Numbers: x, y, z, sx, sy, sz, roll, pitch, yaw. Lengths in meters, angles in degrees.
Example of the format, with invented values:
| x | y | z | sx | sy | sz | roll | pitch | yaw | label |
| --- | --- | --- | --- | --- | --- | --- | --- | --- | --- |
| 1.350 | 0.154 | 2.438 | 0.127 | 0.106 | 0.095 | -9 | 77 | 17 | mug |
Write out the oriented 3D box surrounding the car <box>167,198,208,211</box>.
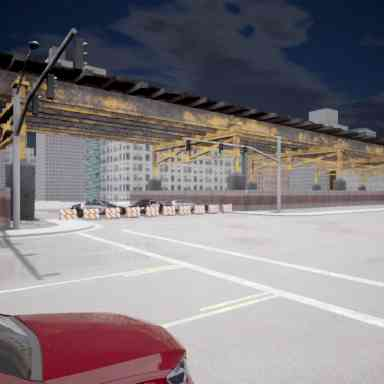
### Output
| x | y | z | sx | sy | sz | roll | pitch | yaw | label |
| --- | --- | --- | --- | --- | --- | --- | --- | --- | --- |
| -0.781 | 1.295 | 36.856 | 4.536 | 1.218 | 1.853 | 0 | 0 | -7 | car |

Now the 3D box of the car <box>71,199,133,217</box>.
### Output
| x | y | z | sx | sy | sz | roll | pitch | yaw | label |
| --- | --- | --- | --- | --- | --- | --- | --- | --- | --- |
| -8.370 | 1.453 | 30.399 | 4.974 | 1.542 | 2.038 | 0 | 0 | 8 | car |

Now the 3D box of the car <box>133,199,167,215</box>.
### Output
| x | y | z | sx | sy | sz | roll | pitch | yaw | label |
| --- | --- | --- | --- | --- | --- | --- | --- | --- | --- |
| -4.631 | 1.453 | 33.093 | 2.038 | 1.542 | 4.974 | 0 | 0 | 18 | car |

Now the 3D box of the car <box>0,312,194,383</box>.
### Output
| x | y | z | sx | sy | sz | roll | pitch | yaw | label |
| --- | --- | --- | --- | --- | --- | --- | --- | --- | --- |
| -2.141 | 1.526 | 2.240 | 4.674 | 1.442 | 1.812 | 0 | 0 | -35 | car |

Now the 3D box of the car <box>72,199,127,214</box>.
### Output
| x | y | z | sx | sy | sz | roll | pitch | yaw | label |
| --- | --- | --- | --- | --- | --- | --- | --- | --- | --- |
| -8.421 | 1.295 | 30.406 | 4.536 | 1.218 | 1.853 | 0 | 0 | 8 | car |

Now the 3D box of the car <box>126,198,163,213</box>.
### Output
| x | y | z | sx | sy | sz | roll | pitch | yaw | label |
| --- | --- | --- | --- | --- | --- | --- | --- | --- | --- |
| -4.615 | 1.295 | 33.143 | 1.853 | 1.218 | 4.536 | 0 | 0 | 18 | car |

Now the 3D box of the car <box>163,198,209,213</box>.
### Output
| x | y | z | sx | sy | sz | roll | pitch | yaw | label |
| --- | --- | --- | --- | --- | --- | --- | --- | --- | --- |
| -0.730 | 1.453 | 36.862 | 4.974 | 1.542 | 2.038 | 0 | 0 | -7 | car |
